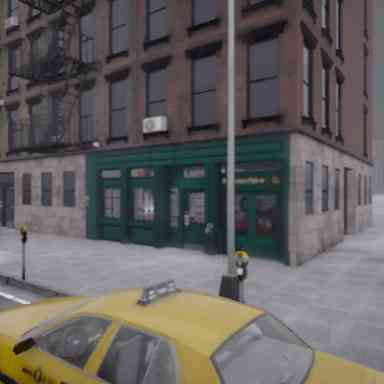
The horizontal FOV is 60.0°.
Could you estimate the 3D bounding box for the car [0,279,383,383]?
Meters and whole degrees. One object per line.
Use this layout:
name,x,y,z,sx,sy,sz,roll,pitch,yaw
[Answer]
car,-0.513,1.522,3.176,4.829,1.417,1.752,0,0,35
